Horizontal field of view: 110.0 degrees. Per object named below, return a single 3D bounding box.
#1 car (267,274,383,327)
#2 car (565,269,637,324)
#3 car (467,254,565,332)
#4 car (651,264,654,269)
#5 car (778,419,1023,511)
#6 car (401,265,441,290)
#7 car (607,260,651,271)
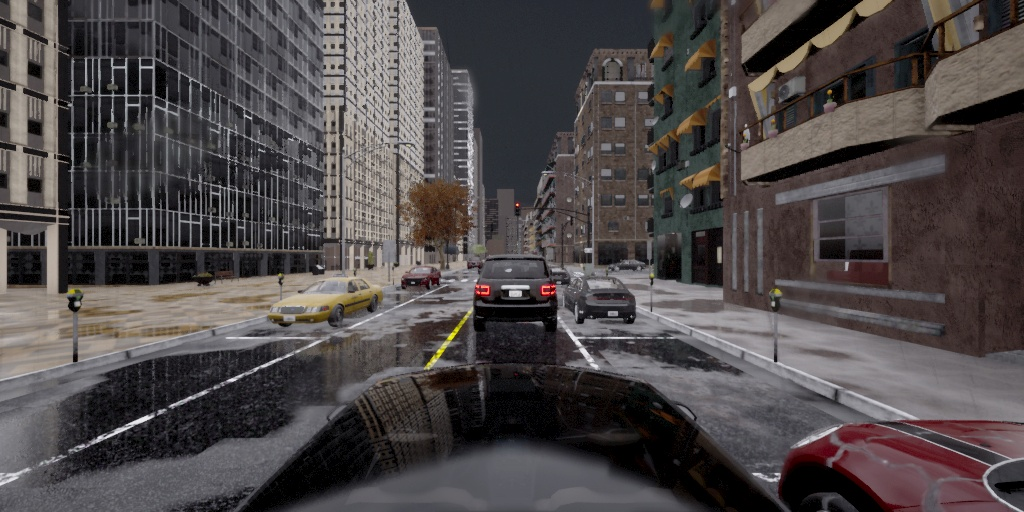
[{"bbox_3d":[-5.687,1.276,11.574,1.751,1.417,4.829,0,0,0],"label":"car"},{"bbox_3d":[2.693,1.301,11.740,2.007,1.370,4.403,0,0,0],"label":"car"},{"bbox_3d":[0.094,0.972,11.018,2.150,2.045,5.566,0,0,0],"label":"car"},{"bbox_3d":[18.849,1.006,42.269,4.829,1.417,1.751,0,0,-1],"label":"car"},{"bbox_3d":[2.687,1.190,0.675,1.967,1.591,4.097,0,0,0],"label":"car"},{"bbox_3d":[-5.683,1.300,22.810,1.888,1.381,4.507,0,0,0],"label":"car"},{"bbox_3d":[13.452,1.109,42.217,4.403,1.370,2.007,0,0,-1],"label":"car"}]
